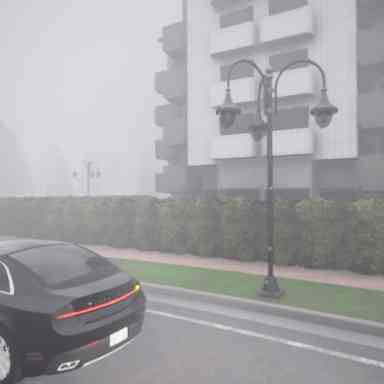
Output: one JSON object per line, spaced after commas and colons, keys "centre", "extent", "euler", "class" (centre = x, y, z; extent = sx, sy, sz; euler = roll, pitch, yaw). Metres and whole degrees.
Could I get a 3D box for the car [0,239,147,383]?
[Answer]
{"centre": [-2.985, 1.533, 5.334], "extent": [4.892, 1.490, 1.837], "euler": [0, 0, 31], "class": "car"}
